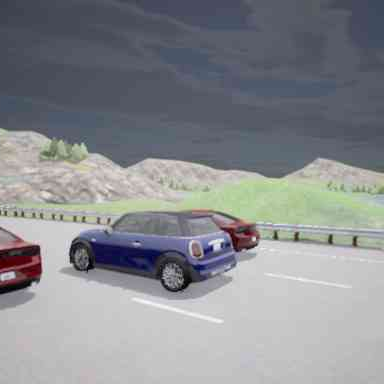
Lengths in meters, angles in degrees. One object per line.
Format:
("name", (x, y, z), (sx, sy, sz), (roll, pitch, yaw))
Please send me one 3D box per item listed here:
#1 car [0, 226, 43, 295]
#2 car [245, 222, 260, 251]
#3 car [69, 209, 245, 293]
("car", (-5.463, 1.370, 7.460), (5.008, 1.535, 1.882), (1, 1, 33))
("car", (-0.024, 1.368, 12.285), (5.008, 1.535, 1.882), (1, 1, 33))
("car", (-1.191, 1.264, 8.850), (4.553, 1.767, 2.097), (1, 1, 34))
